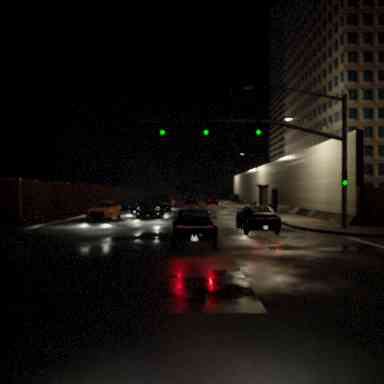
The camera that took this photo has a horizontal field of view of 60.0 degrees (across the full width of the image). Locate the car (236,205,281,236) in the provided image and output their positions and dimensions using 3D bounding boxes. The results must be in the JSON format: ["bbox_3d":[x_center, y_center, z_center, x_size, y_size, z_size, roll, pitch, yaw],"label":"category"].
[{"bbox_3d":[3.592,1.481,18.599,2.128,1.511,4.902,0,1,0],"label":"car"}]

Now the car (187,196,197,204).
[{"bbox_3d":[-0.028,1.516,66.954,1.837,1.490,4.892,0,0,0],"label":"car"}]

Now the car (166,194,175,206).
[{"bbox_3d":[-3.579,1.217,38.912,2.150,2.045,5.566,0,0,0],"label":"car"}]

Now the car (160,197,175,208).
[{"bbox_3d":[-3.521,1.479,49.060,1.882,1.535,5.008,0,0,0],"label":"car"}]

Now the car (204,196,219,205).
[{"bbox_3d":[3.476,1.526,56.745,1.812,1.442,4.674,0,0,0],"label":"car"}]

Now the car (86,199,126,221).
[{"bbox_3d":[-7.103,1.469,27.210,1.882,1.535,5.008,0,0,0],"label":"car"}]

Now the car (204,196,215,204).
[{"bbox_3d":[3.472,1.509,67.050,1.837,1.490,4.892,0,0,0],"label":"car"}]

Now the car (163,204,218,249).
[{"bbox_3d":[0.094,1.495,14.540,2.128,1.511,4.902,0,0,0],"label":"car"}]

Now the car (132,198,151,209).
[{"bbox_3d":[-7.021,1.603,46.695,1.895,1.301,4.718,0,0,1],"label":"car"}]

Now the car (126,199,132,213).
[{"bbox_3d":[-7.096,1.474,36.532,1.882,1.535,5.008,0,0,0],"label":"car"}]

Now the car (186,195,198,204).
[{"bbox_3d":[-0.024,1.355,56.701,2.097,1.767,4.553,0,0,0],"label":"car"}]

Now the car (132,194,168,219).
[{"bbox_3d":[-3.599,1.342,29.322,2.097,1.767,4.553,0,0,0],"label":"car"}]
